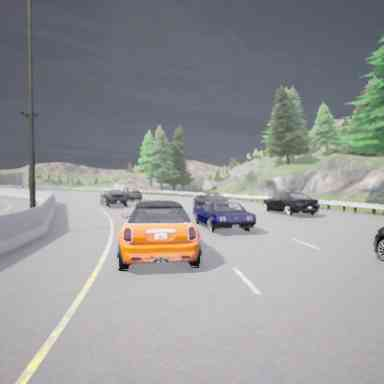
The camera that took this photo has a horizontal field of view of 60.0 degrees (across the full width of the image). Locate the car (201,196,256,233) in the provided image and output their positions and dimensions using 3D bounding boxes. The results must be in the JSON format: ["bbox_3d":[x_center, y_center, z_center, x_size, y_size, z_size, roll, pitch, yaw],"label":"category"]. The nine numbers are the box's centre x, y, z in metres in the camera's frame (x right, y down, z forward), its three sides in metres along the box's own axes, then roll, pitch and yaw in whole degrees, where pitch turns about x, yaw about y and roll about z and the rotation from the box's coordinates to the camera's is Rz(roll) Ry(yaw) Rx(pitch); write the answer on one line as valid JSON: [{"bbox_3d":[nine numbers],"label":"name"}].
[{"bbox_3d":[1.370,1.101,16.236,1.895,1.301,4.718,0,2,-12],"label":"car"}]

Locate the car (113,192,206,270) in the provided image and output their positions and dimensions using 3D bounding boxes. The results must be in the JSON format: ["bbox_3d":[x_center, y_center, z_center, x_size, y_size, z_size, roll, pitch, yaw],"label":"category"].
[{"bbox_3d":[-1.076,1.038,10.203,2.097,1.767,4.553,0,2,-8],"label":"car"}]

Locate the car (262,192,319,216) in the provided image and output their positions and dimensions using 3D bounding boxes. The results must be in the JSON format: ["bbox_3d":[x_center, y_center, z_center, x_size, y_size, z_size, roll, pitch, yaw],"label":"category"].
[{"bbox_3d":[6.711,0.760,23.241,1.882,1.535,5.008,0,2,-16],"label":"car"}]

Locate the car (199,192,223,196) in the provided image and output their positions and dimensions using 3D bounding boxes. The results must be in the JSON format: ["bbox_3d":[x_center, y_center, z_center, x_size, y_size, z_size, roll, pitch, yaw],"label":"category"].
[{"bbox_3d":[1.526,0.716,27.702,1.994,1.385,4.181,-1,2,-20],"label":"car"}]

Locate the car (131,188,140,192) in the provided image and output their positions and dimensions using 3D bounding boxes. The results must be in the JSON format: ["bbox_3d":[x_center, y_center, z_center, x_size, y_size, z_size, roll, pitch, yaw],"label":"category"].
[{"bbox_3d":[-7.265,0.323,38.495,2.128,1.511,4.902,-1,2,-28],"label":"car"}]

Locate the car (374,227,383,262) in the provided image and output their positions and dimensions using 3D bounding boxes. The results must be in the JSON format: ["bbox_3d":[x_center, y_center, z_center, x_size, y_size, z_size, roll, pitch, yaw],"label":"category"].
[{"bbox_3d":[6.333,1.248,7.673,2.128,1.511,4.902,0,2,-6],"label":"car"}]

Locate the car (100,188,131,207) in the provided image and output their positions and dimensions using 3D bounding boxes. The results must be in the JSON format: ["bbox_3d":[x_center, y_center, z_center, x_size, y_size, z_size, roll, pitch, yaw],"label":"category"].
[{"bbox_3d":[-7.371,0.563,31.054,1.837,1.490,4.892,-1,2,-24],"label":"car"}]
